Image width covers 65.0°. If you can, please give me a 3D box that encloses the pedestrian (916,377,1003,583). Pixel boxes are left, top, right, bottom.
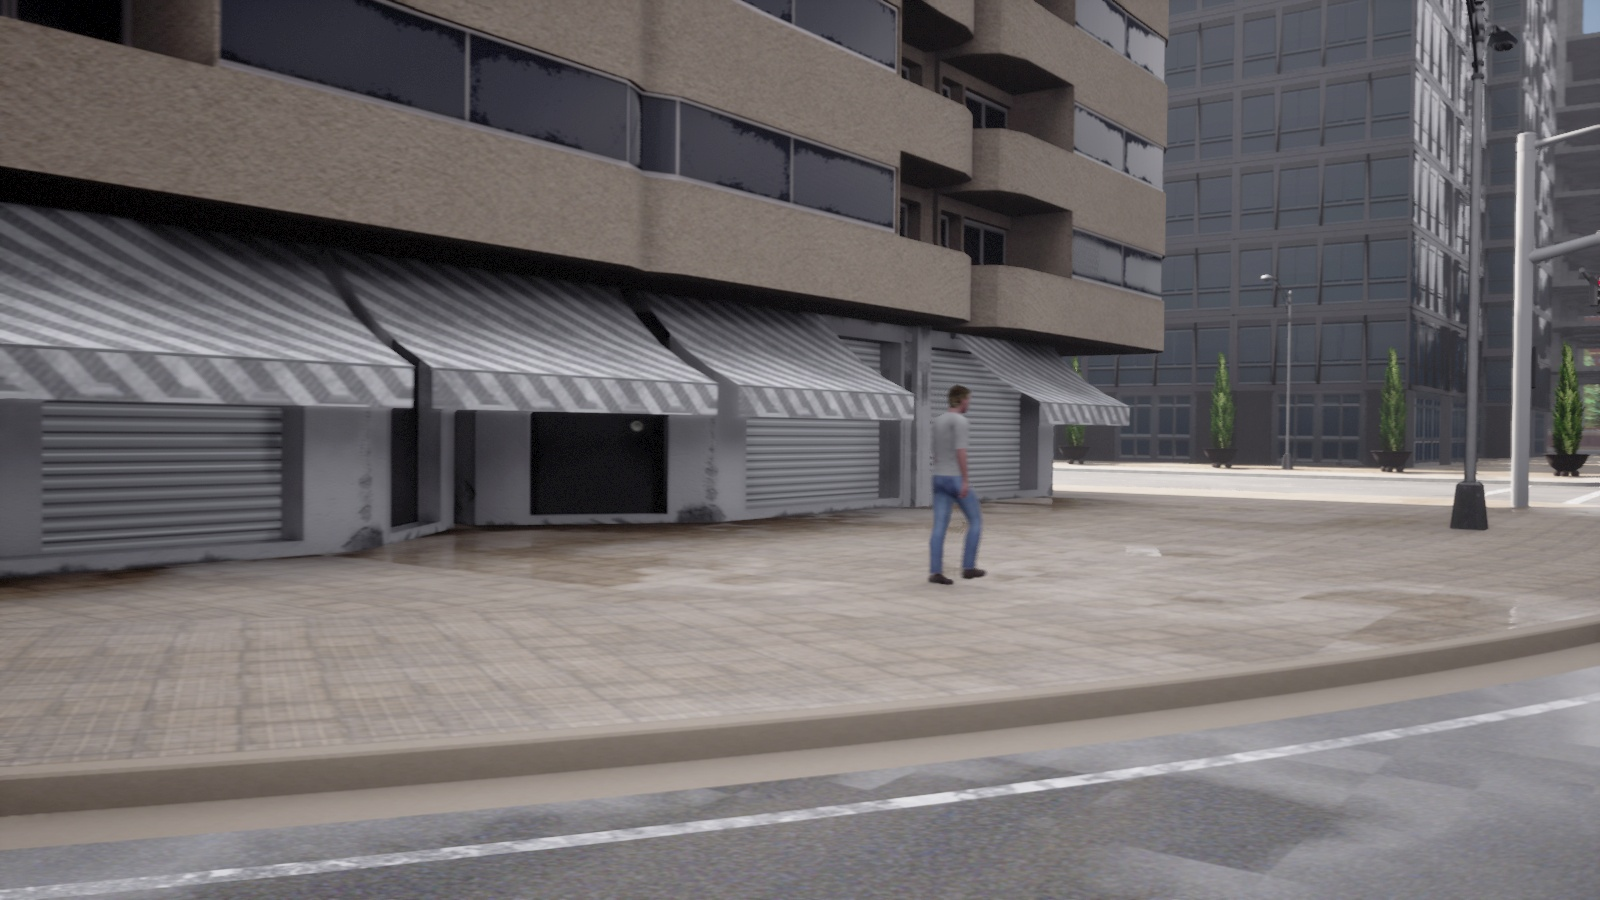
[{"bbox_3d":[1.467,0.260,11.533,0.706,1.836,0.354,-1,1,-30],"label":"pedestrian"}]
